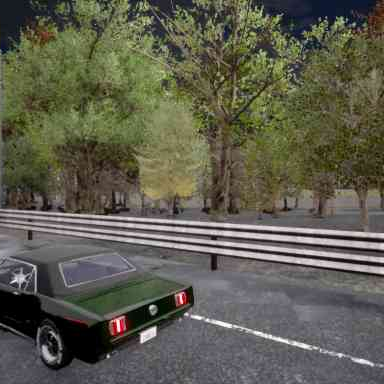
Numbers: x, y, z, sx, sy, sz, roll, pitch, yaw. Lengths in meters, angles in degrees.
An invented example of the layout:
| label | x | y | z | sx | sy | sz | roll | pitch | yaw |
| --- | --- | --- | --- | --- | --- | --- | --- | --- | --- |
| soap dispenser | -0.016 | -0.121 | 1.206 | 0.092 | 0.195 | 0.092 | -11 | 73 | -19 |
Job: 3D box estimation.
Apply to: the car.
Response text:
| label | x | y | z | sx | sy | sz | roll | pitch | yaw |
| --- | --- | --- | --- | --- | --- | --- | --- | --- | --- |
| car | -2.376 | 1.600 | 5.704 | 4.718 | 1.301 | 1.895 | 0 | 0 | 36 |
